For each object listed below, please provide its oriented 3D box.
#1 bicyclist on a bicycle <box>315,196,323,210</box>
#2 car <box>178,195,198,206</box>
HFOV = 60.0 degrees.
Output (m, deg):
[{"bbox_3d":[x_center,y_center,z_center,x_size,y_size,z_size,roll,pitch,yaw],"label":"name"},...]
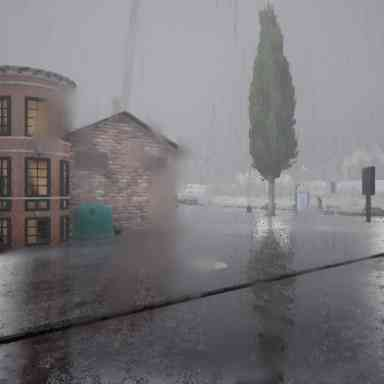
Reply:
[{"bbox_3d":[15.376,1.349,40.196,1.656,1.620,0.582,0,0,-36],"label":"bicyclist on a bicycle"},{"bbox_3d":[-0.975,1.352,55.837,2.097,1.767,4.553,0,0,-36],"label":"car"}]
